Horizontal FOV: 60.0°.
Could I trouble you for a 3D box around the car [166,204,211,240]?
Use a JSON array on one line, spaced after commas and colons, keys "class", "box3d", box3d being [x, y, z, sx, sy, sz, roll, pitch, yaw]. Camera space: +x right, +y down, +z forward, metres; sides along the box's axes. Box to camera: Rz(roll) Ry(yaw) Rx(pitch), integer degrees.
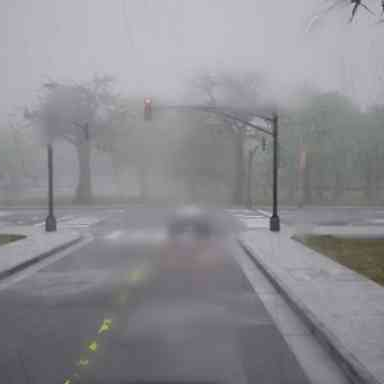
[{"class": "car", "box3d": [-0.208, 1.289, 15.531, 1.812, 1.442, 4.674, 0, 1, -4]}]
